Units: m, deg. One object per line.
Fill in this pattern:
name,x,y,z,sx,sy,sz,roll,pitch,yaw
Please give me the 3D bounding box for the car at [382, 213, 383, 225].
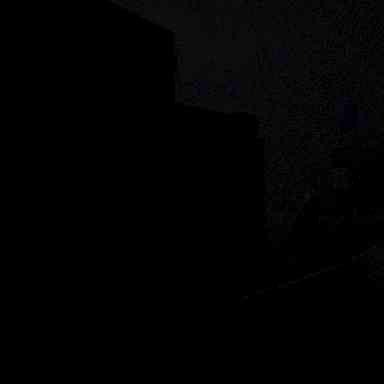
car,16.999,2.054,27.339,1.882,1.535,5.008,-2,-3,22
